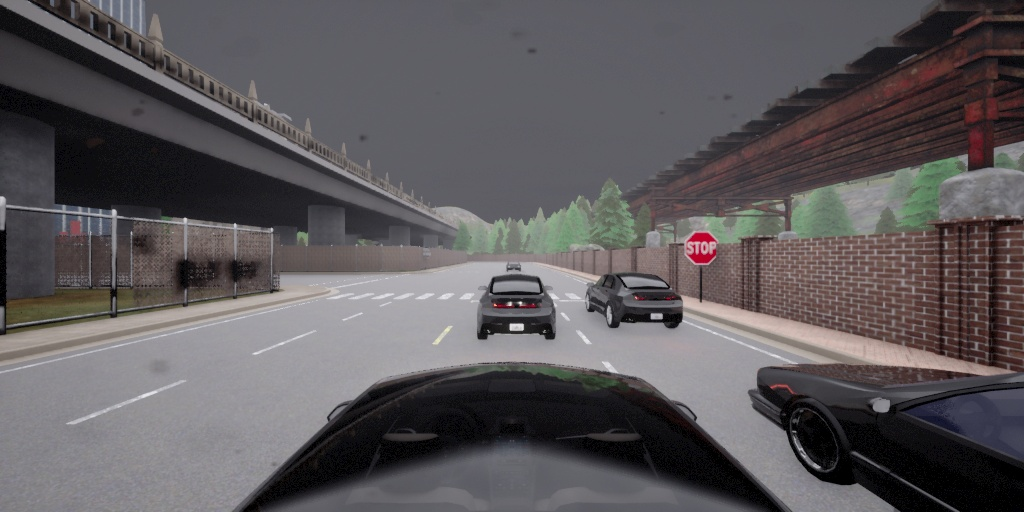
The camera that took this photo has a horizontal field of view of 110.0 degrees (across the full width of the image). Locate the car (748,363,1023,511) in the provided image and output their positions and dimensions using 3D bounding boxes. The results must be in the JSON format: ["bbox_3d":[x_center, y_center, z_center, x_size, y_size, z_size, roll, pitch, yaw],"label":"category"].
[{"bbox_3d":[3.600,1.297,1.588,2.033,1.411,5.357,0,0,0],"label":"car"}]

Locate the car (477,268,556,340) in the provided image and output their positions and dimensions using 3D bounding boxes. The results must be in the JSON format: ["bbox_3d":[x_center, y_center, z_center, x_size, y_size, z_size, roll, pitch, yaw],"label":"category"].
[{"bbox_3d":[0.103,1.255,9.977,1.837,1.490,4.892,0,0,0],"label":"car"}]

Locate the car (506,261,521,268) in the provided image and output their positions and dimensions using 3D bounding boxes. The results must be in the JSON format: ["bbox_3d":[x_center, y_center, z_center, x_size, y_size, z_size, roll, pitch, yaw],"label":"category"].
[{"bbox_3d":[0.205,1.351,46.264,1.895,1.301,4.718,0,0,-1],"label":"car"}]

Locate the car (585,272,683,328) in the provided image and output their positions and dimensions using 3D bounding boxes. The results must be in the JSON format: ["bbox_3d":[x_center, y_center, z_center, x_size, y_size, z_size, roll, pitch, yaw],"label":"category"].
[{"bbox_3d":[3.605,1.255,11.334,1.837,1.490,4.892,0,0,0],"label":"car"}]
